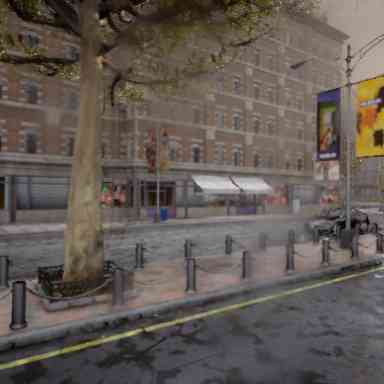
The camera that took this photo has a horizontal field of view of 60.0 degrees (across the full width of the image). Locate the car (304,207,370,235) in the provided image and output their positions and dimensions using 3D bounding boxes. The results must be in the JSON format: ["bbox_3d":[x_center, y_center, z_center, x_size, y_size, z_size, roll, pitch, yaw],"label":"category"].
[{"bbox_3d":[8.711,1.687,19.923,4.902,1.511,2.128,1,0,-36],"label":"car"}]
